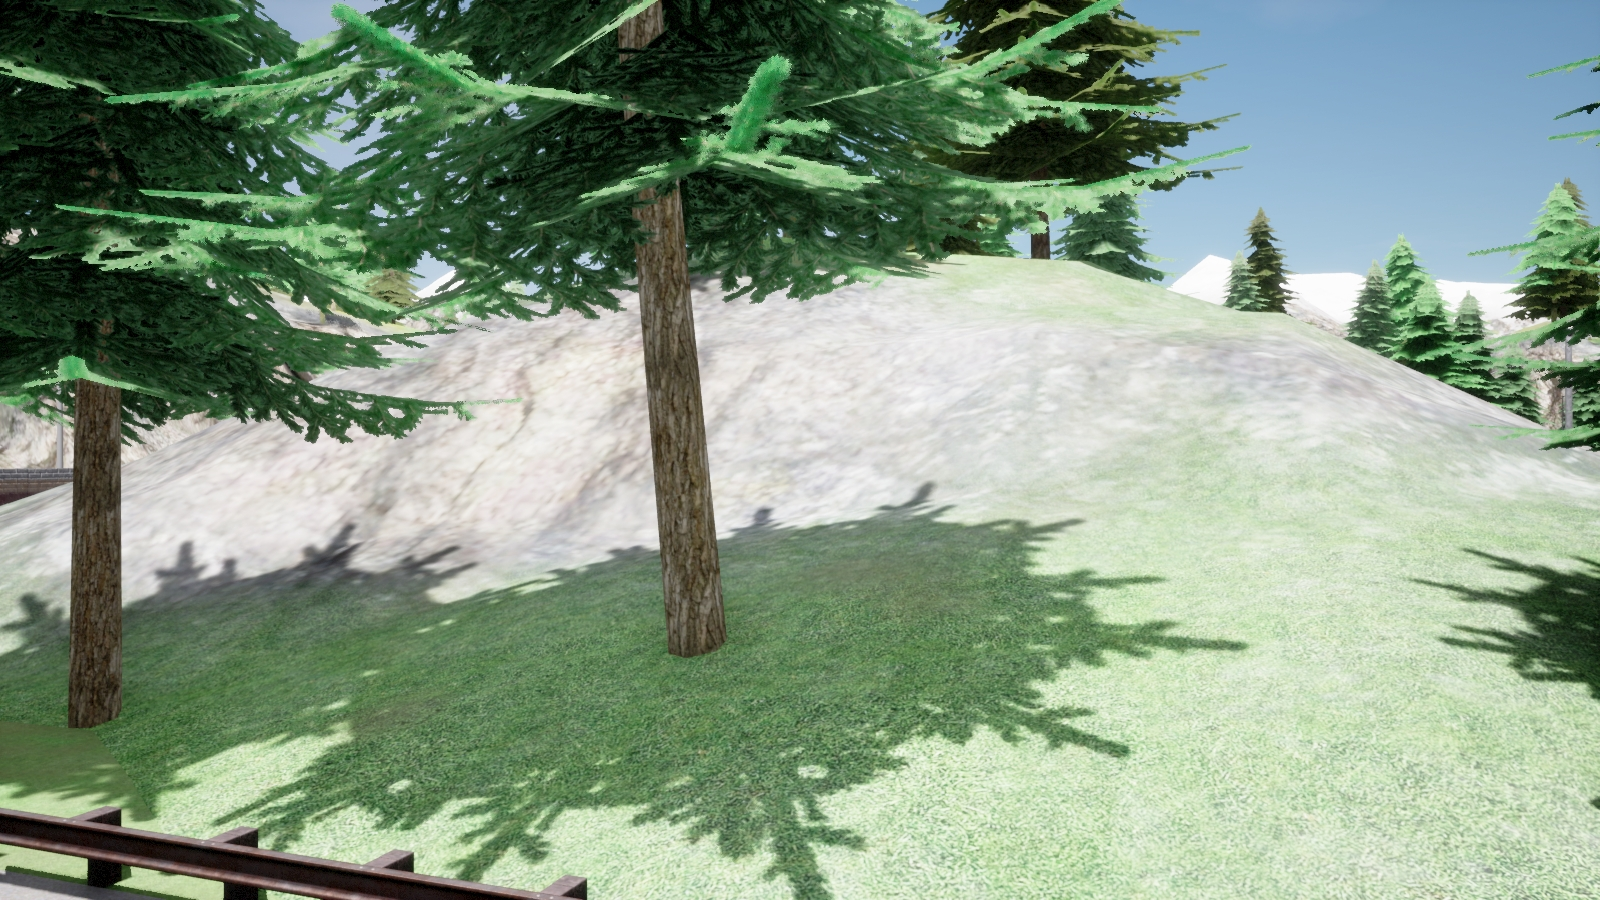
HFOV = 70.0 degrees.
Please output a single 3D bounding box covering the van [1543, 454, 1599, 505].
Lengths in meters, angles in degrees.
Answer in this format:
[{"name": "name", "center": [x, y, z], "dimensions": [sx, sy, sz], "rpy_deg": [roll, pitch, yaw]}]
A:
[{"name": "van", "center": [41.535, 1.520, 60.870], "dimensions": [1.988, 2.561, 5.915], "rpy_deg": [0, 0, 20]}]
